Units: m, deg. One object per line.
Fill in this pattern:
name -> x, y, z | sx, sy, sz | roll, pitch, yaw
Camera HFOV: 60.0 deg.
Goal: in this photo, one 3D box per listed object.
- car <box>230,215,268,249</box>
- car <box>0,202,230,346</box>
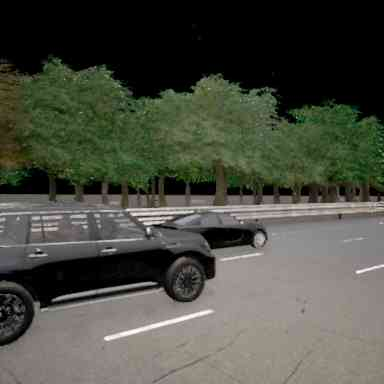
car -> 0.813, 1.478, 12.920 | 5.008, 1.535, 1.882 | 0, 0, -35
car -> -2.116, 1.219, 6.545 | 5.566, 2.045, 2.150 | 0, 0, -35
